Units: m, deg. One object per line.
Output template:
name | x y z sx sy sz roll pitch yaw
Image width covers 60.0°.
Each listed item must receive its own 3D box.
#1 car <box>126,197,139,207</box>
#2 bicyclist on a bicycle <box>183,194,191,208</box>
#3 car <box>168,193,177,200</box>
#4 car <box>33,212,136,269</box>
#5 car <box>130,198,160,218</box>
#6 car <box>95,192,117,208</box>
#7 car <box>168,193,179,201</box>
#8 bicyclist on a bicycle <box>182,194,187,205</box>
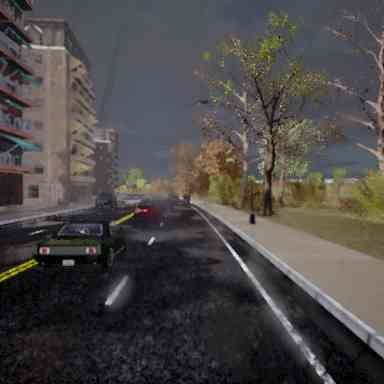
car | -8.285 1.401 47.316 1.895 1.301 4.718 0 0 -4
bicyclist on a bicycle | -0.436 1.269 41.949 0.582 1.620 1.656 0 0 -4
car | -4.949 1.041 82.084 1.882 1.535 5.008 0 0 -7
car | -3.267 1.557 10.947 1.895 1.301 4.718 0 0 -1
car | -3.801 1.444 28.540 1.994 1.385 4.181 0 0 -2
car | -11.340 1.037 44.281 2.150 2.045 5.566 0 0 -4
car | -3.801 1.204 71.717 2.128 1.511 4.902 0 0 -6
bicyclist on a bicycle | -1.119 1.141 51.849 0.659 1.776 1.843 0 1 -4
